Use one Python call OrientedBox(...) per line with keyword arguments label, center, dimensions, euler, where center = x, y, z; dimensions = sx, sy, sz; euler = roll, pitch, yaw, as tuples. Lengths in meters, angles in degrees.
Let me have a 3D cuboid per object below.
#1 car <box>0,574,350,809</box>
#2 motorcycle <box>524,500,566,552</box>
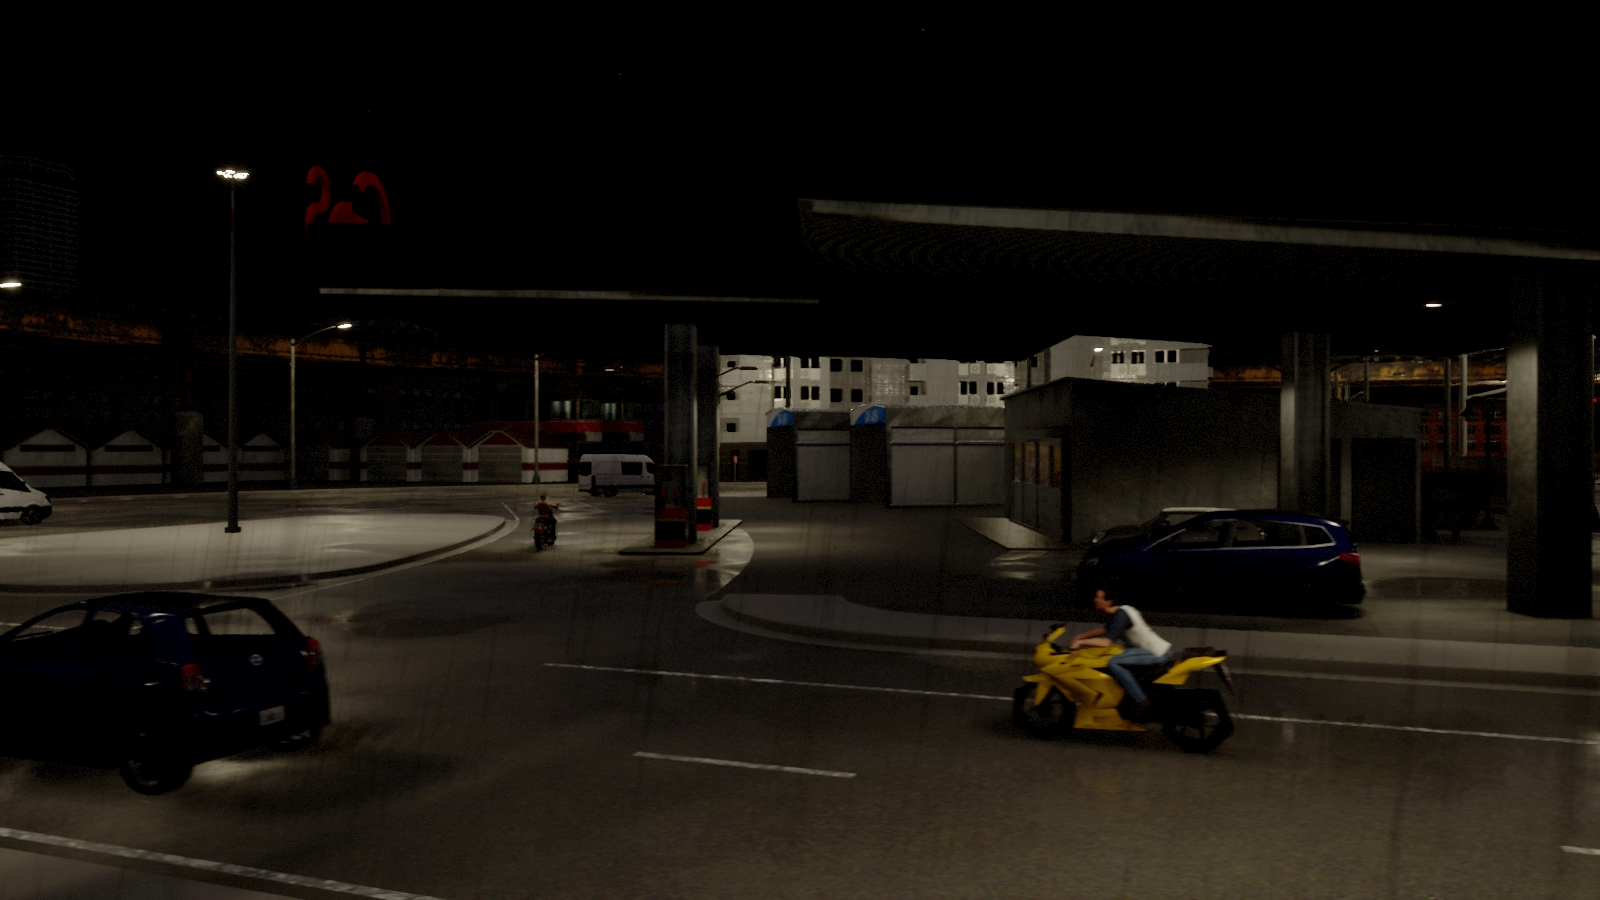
OrientedBox(label="car", center=(-6.201, 2.037, 10.354), dimensions=(3.633, 1.501, 1.845), euler=(0, 0, 20))
OrientedBox(label="motorcycle", center=(-7.273, 2.141, 32.667), dimensions=(0.764, 1.332, 2.356), euler=(0, 0, -2))
